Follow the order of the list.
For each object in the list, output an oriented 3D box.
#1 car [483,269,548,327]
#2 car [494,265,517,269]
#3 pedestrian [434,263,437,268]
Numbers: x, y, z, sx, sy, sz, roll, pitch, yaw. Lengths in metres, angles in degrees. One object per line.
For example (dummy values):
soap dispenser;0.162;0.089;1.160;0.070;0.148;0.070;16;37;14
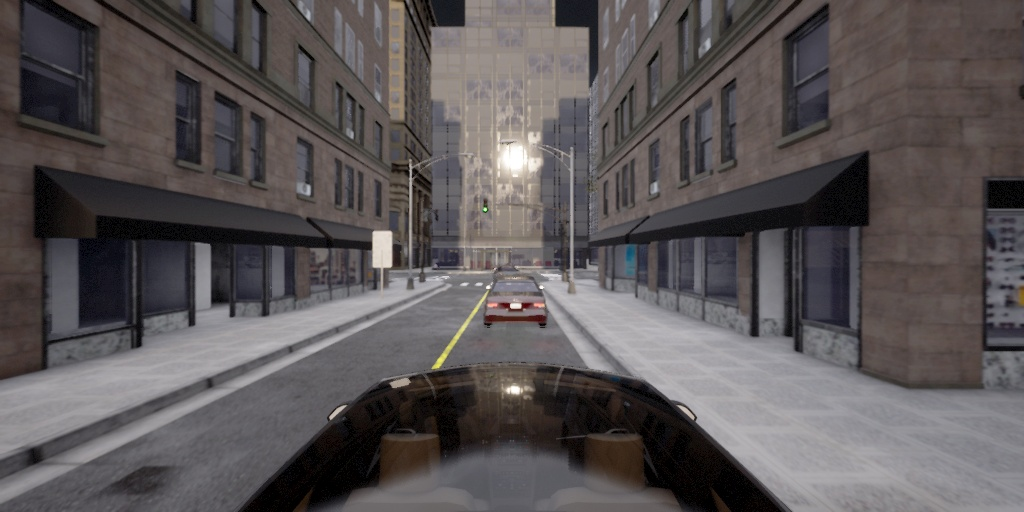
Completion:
car;0.098;1.330;11.692;2.033;1.411;5.357;0;0;0
car;-0.469;1.409;28.229;1.994;1.385;4.181;0;0;-8
pedestrian;-9.703;1.436;45.460;0.500;1.100;0.500;0;0;0
